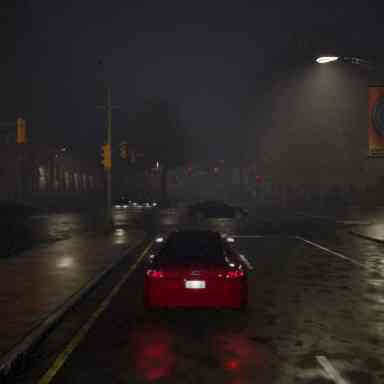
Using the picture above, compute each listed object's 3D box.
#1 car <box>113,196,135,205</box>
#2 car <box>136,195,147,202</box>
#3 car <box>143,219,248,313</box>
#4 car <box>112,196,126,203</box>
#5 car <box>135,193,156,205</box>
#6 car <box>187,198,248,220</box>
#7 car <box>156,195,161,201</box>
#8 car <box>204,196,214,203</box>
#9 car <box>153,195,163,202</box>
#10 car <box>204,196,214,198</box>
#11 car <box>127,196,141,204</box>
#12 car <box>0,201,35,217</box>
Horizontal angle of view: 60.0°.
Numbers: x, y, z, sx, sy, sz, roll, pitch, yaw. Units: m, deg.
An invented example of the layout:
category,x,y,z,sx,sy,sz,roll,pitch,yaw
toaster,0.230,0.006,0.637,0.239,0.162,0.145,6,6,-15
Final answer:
category,x,y,z,sx,sy,sz,roll,pitch,yaw
car,-11.610,1.564,56.895,1.994,1.385,4.181,0,0,0
car,-11.538,1.478,76.608,1.882,1.535,5.008,0,0,0
car,0.071,1.564,7.746,1.994,1.385,4.181,0,0,0
car,-14.783,1.595,67.851,1.895,1.301,4.718,0,0,0
car,-8.109,1.221,58.610,2.150,2.045,5.566,0,0,0
car,2.065,1.477,27.418,5.008,1.535,1.882,0,0,0
car,-8.038,1.601,68.409,1.895,1.301,4.718,0,0,0
car,3.567,1.526,69.341,1.812,1.442,4.674,0,0,0
car,-8.039,1.500,78.613,1.837,1.490,4.892,0,0,0
car,2.848,1.526,42.726,1.812,1.442,4.674,1,0,20
car,-11.559,1.564,66.189,1.994,1.385,4.181,0,0,0
car,-16.888,1.564,30.868,4.181,1.385,1.994,0,0,-1
